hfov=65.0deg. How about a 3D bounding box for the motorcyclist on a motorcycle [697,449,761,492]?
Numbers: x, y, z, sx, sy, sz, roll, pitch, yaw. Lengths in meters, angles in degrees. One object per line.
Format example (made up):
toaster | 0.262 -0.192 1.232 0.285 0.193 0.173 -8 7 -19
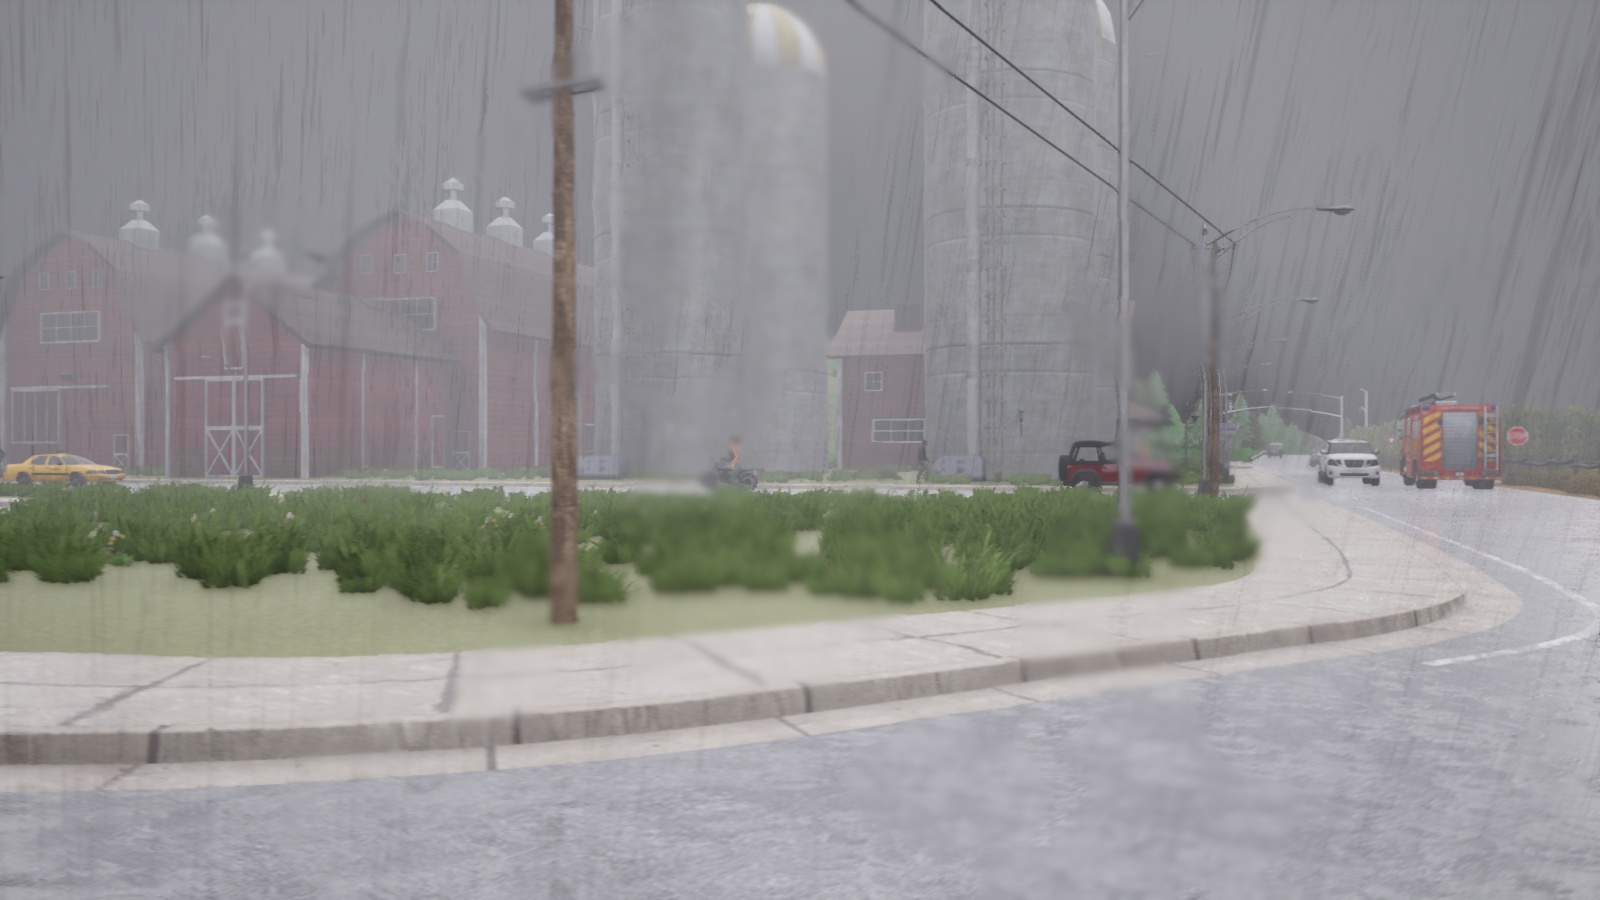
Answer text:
motorcyclist on a motorcycle | -2.740 0.793 48.414 2.350 1.649 0.766 0 0 18

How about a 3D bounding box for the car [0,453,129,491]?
car | -31.676 0.931 53.966 5.366 1.575 1.801 0 0 18

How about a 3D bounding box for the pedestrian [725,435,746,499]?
pedestrian | -1.874 0.488 36.402 0.594 1.836 0.345 0 0 1

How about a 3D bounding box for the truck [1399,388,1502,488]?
truck | 27.121 -0.471 52.695 2.891 3.827 8.468 0 0 21

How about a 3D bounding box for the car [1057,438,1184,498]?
car | 10.359 0.569 40.564 3.866 1.878 1.905 0 0 18

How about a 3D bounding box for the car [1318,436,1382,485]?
car | 24.601 0.422 56.318 2.150 2.045 5.566 0 1 19

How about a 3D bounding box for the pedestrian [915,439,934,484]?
pedestrian | 5.083 0.460 51.422 0.703 1.840 0.431 0 0 16

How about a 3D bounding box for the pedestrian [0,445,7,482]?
pedestrian | -42.198 0.706 66.087 0.666 1.930 0.402 0 0 17
